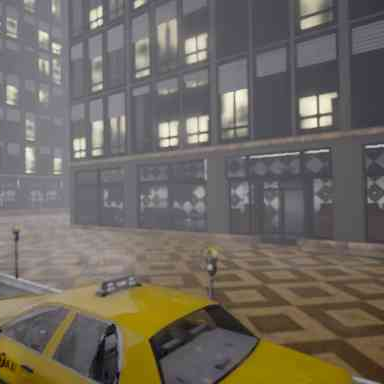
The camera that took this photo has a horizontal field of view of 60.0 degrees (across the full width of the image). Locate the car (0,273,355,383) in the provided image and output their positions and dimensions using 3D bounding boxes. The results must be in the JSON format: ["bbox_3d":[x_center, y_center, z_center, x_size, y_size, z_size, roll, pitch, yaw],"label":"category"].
[{"bbox_3d":[-0.937,1.526,3.408,4.829,1.417,1.752,0,-1,36],"label":"car"}]
